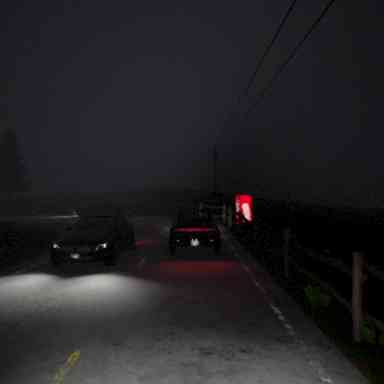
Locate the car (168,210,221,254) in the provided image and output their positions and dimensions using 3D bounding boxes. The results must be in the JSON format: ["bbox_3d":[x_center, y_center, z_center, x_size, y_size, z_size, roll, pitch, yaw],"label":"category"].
[{"bbox_3d":[0.096,1.469,13.408,2.128,1.511,4.902,0,0,0],"label":"car"}]

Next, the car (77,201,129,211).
[{"bbox_3d":[-7.753,1.474,29.090,4.674,1.442,1.812,0,-1,10],"label":"car"}]

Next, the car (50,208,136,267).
[{"bbox_3d":[-3.165,1.505,11.521,1.812,1.442,4.674,0,0,1],"label":"car"}]

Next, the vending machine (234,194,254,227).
[{"bbox_3d":[3.347,1.158,21.403,1.100,2.100,0.880,0,0,-1],"label":"vending machine"}]
